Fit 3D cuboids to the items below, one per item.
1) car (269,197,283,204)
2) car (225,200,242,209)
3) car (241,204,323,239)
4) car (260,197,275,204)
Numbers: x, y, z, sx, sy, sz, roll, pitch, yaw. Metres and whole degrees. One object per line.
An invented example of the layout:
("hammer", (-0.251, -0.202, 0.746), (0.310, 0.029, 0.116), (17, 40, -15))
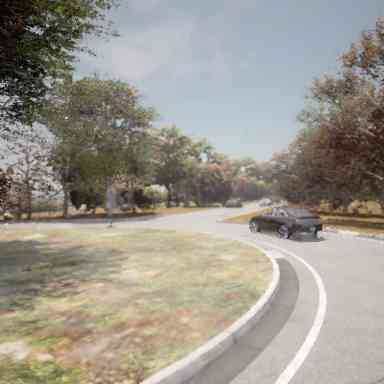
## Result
("car", (18.474, 1.814, 72.979), (2.128, 1.511, 4.902), (-1, -1, 23))
("car", (6.986, 2.035, 55.209), (1.994, 1.385, 4.181), (-1, -1, 23))
("car", (4.970, 1.605, 18.275), (2.128, 1.511, 4.902), (0, -1, -20))
("car", (14.021, 1.950, 62.466), (1.812, 1.442, 4.674), (-1, -1, 24))
